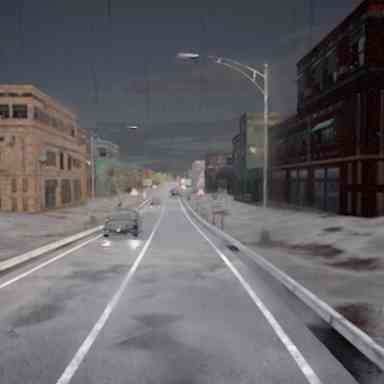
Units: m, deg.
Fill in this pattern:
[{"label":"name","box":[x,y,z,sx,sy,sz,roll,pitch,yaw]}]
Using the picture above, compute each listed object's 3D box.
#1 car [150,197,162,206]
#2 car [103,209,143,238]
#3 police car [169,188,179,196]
[{"label":"car","box":[-6.428,1.683,59.466,1.837,1.490,4.892,0,2,-3]},{"label":"car","box":[-3.940,1.794,19.552,1.837,1.490,4.892,0,-2,-4]},{"label":"police car","box":[-4.737,0.383,94.835,1.930,1.638,5.238,0,1,-4]}]
